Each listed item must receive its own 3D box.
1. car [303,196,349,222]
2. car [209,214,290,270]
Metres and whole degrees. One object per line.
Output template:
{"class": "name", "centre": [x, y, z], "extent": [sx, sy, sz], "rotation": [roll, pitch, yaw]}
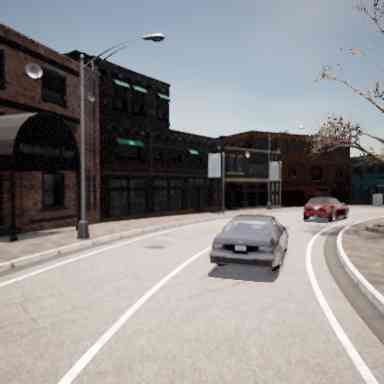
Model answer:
{"class": "car", "centre": [10.088, 1.171, 24.813], "extent": [2.097, 1.767, 4.553], "rotation": [2, 1, 41]}
{"class": "car", "centre": [2.029, 1.434, 10.699], "extent": [2.033, 1.411, 5.357], "rotation": [1, 1, 19]}
